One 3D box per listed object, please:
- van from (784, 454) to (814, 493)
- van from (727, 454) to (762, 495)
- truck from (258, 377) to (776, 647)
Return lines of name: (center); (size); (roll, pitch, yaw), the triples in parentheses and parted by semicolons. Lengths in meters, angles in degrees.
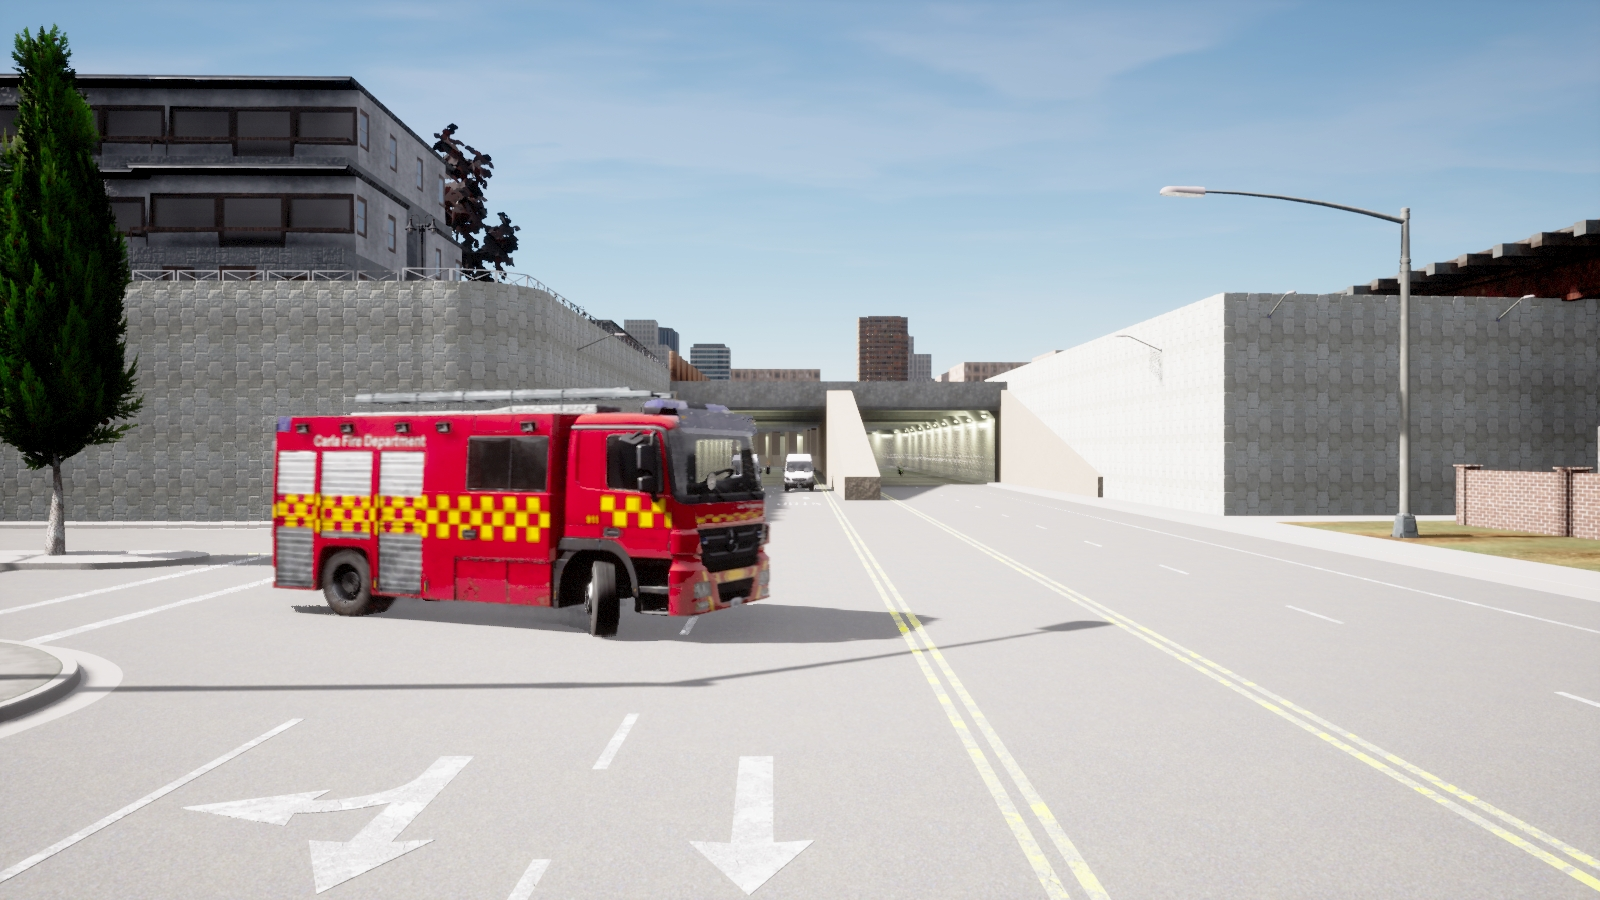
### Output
van: (-0.059, 1.534, 77.926); (1.988, 2.561, 5.915); (0, 0, 0)
van: (-3.557, 1.534, 73.755); (1.988, 2.561, 5.915); (0, 0, 0)
truck: (-4.854, 0.890, 19.245); (8.468, 3.827, 2.891); (0, -1, 24)
